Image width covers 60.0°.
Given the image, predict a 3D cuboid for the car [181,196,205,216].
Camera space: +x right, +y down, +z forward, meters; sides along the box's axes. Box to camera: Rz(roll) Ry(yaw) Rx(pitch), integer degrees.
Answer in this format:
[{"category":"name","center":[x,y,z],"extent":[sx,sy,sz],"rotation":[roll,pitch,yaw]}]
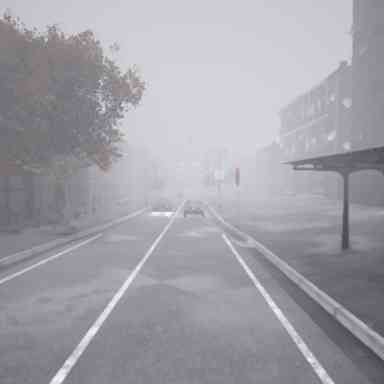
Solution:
[{"category":"car","center":[0.161,1.363,29.630],"extent":[2.033,1.411,5.357],"rotation":[0,1,0]}]

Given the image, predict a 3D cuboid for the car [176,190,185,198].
[{"category":"car","center":[-2.601,0.366,76.430],"extent":[2.097,1.767,4.553],"rotation":[0,1,0]}]

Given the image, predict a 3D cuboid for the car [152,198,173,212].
[{"category":"car","center":[-3.042,1.304,35.121],"extent":[1.994,1.385,4.181],"rotation":[0,1,1]}]
